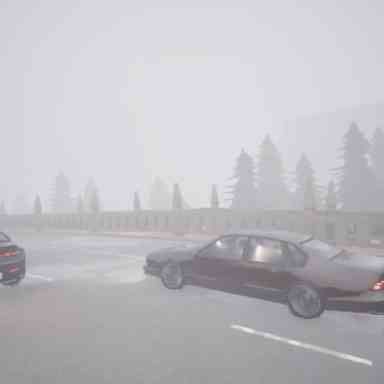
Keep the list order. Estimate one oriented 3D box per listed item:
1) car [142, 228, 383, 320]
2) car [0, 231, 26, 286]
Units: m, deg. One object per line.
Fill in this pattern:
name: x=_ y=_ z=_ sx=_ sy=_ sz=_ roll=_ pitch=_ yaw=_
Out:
car: x=1.394 y=1.534 z=7.303 sx=5.357 sy=1.411 sz=2.033 roll=0 pitch=0 yaw=36
car: x=-6.051 y=1.578 z=8.307 sx=4.892 sy=1.490 sz=1.837 roll=-2 pitch=-1 yaw=35
